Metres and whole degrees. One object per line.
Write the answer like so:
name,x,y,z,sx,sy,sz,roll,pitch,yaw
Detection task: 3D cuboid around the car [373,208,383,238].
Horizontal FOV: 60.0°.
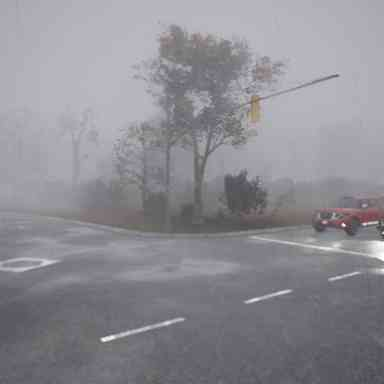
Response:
car,10.946,1.595,16.091,4.181,1.385,1.994,0,0,-36

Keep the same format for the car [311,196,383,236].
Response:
car,9.270,1.254,19.192,5.566,2.045,2.150,0,0,-35
